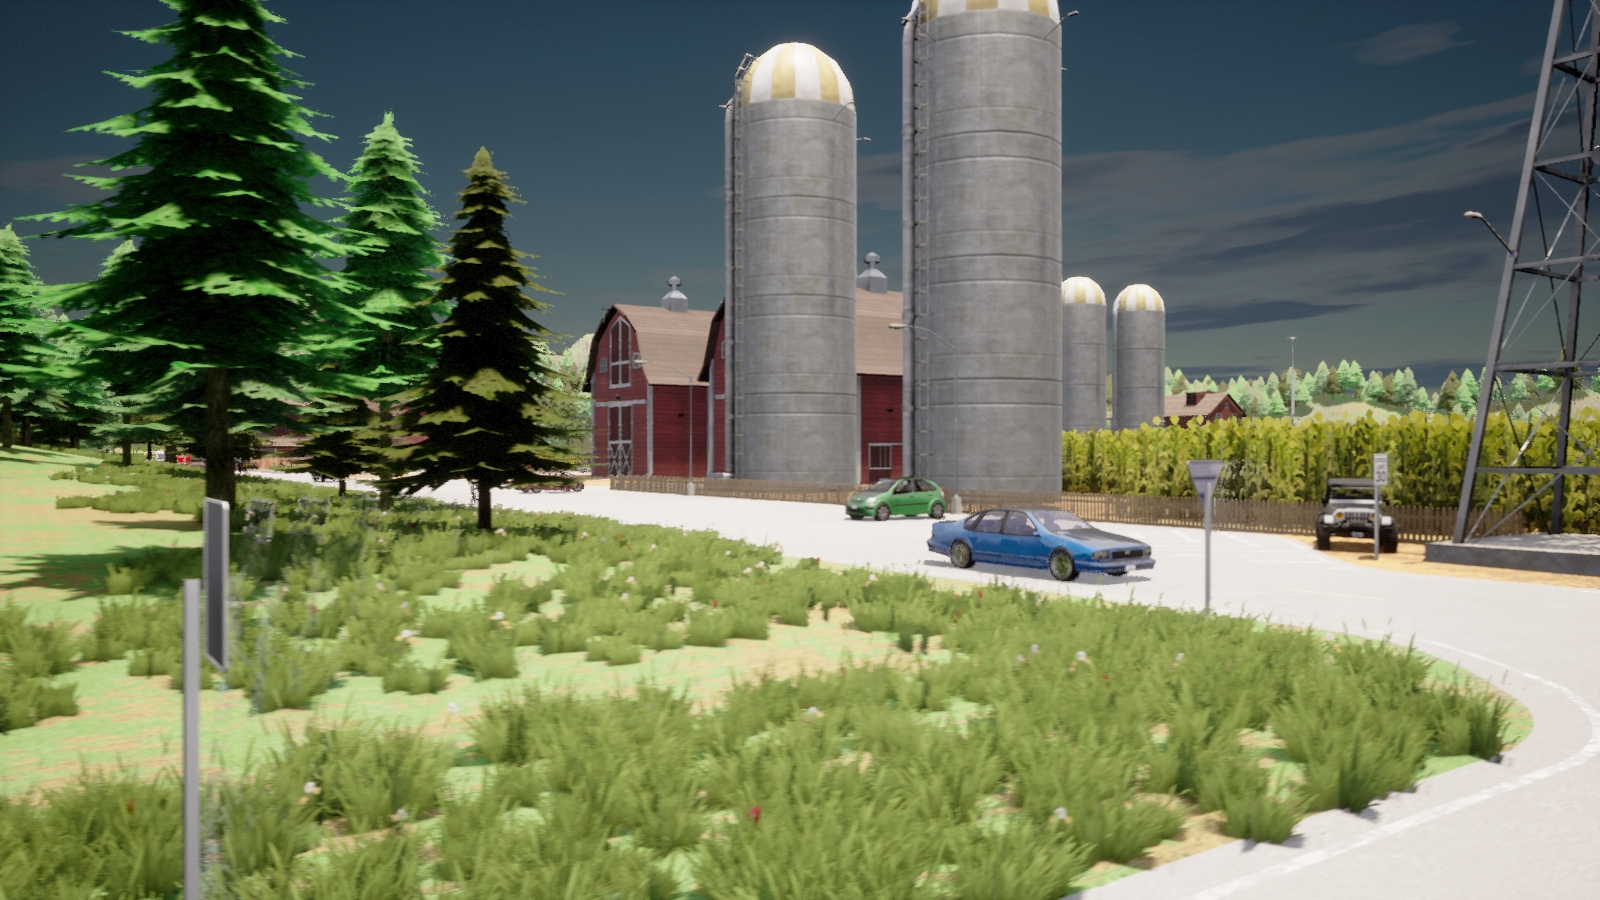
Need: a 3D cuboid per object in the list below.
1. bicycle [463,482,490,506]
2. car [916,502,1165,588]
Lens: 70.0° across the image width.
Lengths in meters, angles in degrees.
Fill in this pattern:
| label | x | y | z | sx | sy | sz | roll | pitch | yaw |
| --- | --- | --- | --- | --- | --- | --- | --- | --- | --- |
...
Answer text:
| label | x | y | z | sx | sy | sz | roll | pitch | yaw |
| --- | --- | --- | --- | --- | --- | --- | --- | --- | --- |
| bicycle | -15.525 | 2.100 | 54.818 | 0.859 | 1.080 | 1.487 | 0 | 0 | -34 |
| car | 5.048 | 1.950 | 24.804 | 2.033 | 1.411 | 5.357 | 0 | 0 | -34 |
